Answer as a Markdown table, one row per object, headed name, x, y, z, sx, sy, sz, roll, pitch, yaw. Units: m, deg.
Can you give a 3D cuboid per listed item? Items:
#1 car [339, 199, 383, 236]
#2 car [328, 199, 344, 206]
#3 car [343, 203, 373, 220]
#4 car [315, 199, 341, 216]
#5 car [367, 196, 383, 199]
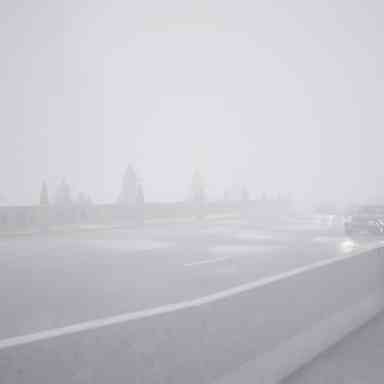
| name | x | y | z | sx | sy | sz | roll | pitch | yaw |
| --- | --- | --- | --- | --- | --- | --- | --- | --- | --- |
| car | 10.040 | 1.442 | 18.266 | 2.097 | 1.767 | 4.553 | 0 | -1 | 41 |
| car | 29.787 | 2.078 | 68.949 | 1.994 | 1.385 | 4.181 | 0 | -1 | 7 |
| car | 15.531 | 1.748 | 30.996 | 1.994 | 1.385 | 4.181 | 0 | -1 | 33 |
| car | 14.725 | 1.795 | 36.271 | 1.994 | 1.385 | 4.181 | 0 | -1 | 30 |
| car | 30.532 | 1.635 | 55.218 | 2.150 | 2.045 | 5.566 | 0 | -1 | 17 |
